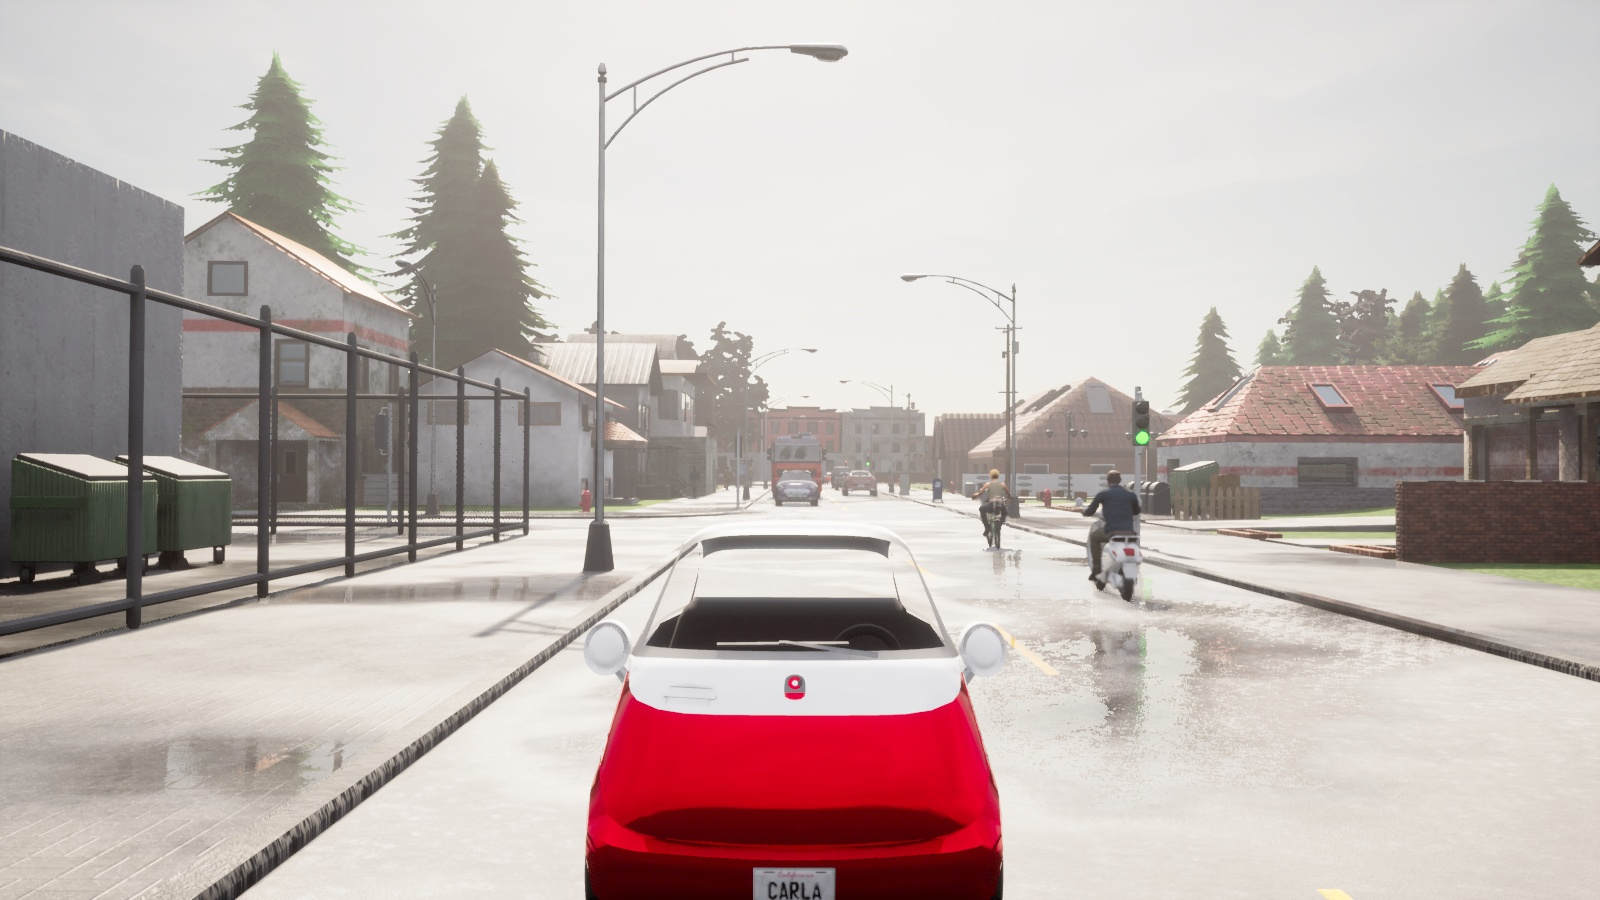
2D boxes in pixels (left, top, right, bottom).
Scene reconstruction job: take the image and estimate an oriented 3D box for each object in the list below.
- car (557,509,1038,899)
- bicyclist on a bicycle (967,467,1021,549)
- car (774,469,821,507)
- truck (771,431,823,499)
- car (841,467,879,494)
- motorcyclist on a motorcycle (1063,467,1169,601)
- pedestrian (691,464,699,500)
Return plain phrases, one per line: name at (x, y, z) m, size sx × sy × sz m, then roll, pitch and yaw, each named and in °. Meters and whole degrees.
car at (-0.012, 0.953, 4.987) m, size 1.481 × 1.376 × 2.207 m, roll 0°, pitch -1°, yaw 0°
bicyclist on a bicycle at (3.943, 1.164, 25.619) m, size 0.866 × 1.612 × 1.509 m, roll 0°, pitch -1°, yaw 0°
car at (-0.146, 1.707, 57.415) m, size 2.033 × 1.649 × 4.856 m, roll 0°, pitch -1°, yaw -1°
truck at (-0.182, 0.902, 74.739) m, size 2.891 × 3.827 × 8.468 m, roll 0°, pitch -1°, yaw 0°
car at (3.806, 1.928, 80.590) m, size 2.152 × 1.651 × 5.027 m, roll 0°, pitch -1°, yaw 0°
motorcyclist on a motorcycle at (3.961, 1.019, 15.913) m, size 0.866 × 1.590 × 1.817 m, roll 0°, pitch -1°, yaw 0°
pedestrian at (-5.420, 1.633, 64.905) m, size 0.370 × 1.835 × 0.726 m, roll 0°, pitch -1°, yaw -2°
